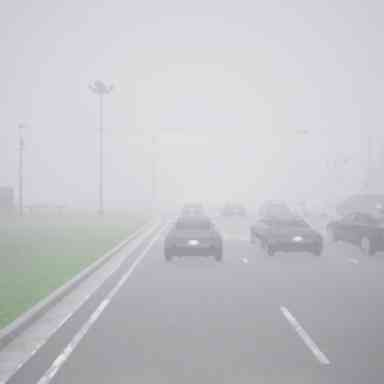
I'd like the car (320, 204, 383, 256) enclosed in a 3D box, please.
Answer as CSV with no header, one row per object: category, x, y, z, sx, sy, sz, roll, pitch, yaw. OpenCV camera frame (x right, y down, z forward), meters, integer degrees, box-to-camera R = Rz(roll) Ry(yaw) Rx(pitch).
car,7.062,1.456,13.126,1.882,1.535,5.008,0,0,0

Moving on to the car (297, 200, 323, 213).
car,10.570,1.477,29.771,1.812,1.442,4.674,0,0,0

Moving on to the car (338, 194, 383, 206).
car,14.062,1.178,27.695,2.150,2.045,5.566,0,0,0

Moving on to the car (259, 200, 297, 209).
car,7.067,1.445,28.766,2.128,1.511,4.902,0,0,0

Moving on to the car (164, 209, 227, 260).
car,0.060,1.543,12.367,1.994,1.385,4.181,0,0,0

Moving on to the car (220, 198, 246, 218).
car,3.569,1.516,29.265,1.994,1.385,4.181,0,0,0

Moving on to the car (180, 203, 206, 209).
car,0.044,1.507,25.049,2.033,1.411,5.357,0,0,1

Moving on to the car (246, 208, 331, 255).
car,3.564,1.542,13.179,1.994,1.385,4.181,0,0,0
